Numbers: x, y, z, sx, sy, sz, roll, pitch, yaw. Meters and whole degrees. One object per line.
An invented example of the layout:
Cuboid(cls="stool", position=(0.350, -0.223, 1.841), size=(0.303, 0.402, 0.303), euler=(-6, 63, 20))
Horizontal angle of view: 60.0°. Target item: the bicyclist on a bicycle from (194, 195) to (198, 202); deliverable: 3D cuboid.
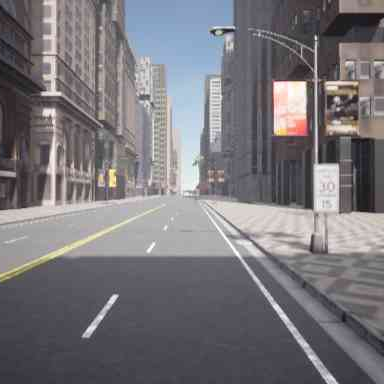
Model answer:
Cuboid(cls="bicyclist on a bicycle", position=(0.912, 1.559, 79.372), size=(0.866, 1.612, 1.509), euler=(2, 1, 0))

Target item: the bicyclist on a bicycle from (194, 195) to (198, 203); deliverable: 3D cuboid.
Cuboid(cls="bicyclist on a bicycle", position=(0.913, 1.417, 70.375), size=(0.659, 1.776, 1.843), euler=(1, 1, 0))
